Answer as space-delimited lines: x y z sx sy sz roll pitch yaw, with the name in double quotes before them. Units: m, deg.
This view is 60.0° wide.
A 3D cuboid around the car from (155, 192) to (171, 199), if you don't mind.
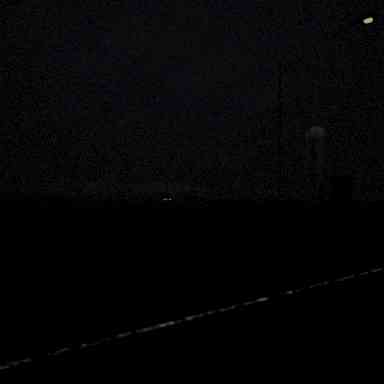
"car" -5.740 0.616 66.788 1.994 1.385 4.181 0 1 -30
